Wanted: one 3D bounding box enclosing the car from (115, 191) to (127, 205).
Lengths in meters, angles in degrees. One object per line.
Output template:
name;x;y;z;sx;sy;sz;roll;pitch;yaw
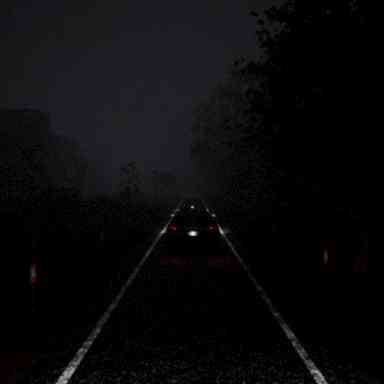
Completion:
car;-9.003;0.761;35.858;2.231;1.521;4.892;0;2;2

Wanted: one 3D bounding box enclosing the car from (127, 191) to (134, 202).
car;-9.010;0.660;41.413;2.097;1.535;5.008;0;1;2

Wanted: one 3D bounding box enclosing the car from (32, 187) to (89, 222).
car;-8.985;0.722;21.361;2.435;2.045;5.566;0;1;2

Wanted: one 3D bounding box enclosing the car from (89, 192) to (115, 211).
car;-8.996;0.840;30.317;2.097;1.535;5.008;0;1;2

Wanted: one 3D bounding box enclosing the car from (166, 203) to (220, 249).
car;0.048;1.380;13.535;1.994;1.385;4.181;0;1;1

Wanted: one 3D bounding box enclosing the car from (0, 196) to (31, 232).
car;-8.973;0.980;13.711;2.185;1.767;4.553;0;0;2

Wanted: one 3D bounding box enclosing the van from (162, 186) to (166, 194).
van;-9.079;-0.438;91.184;1.878;1.987;4.442;0;1;2

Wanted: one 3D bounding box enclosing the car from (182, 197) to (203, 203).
car;0.047;1.144;28.424;1.994;1.385;4.181;0;1;1

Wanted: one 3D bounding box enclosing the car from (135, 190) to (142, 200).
car;-9.026;0.529;47.794;1.946;1.575;5.366;0;1;2

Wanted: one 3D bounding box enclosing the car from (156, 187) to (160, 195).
car;-9.051;-0.154;73.471;2.435;2.045;5.566;0;1;1

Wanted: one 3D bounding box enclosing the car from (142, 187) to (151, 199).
car;-9.032;0.348;58.045;2.097;1.535;5.008;0;1;2

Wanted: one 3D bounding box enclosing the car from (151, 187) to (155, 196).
car;-9.039;0.238;63.592;2.097;1.535;5.008;0;1;2

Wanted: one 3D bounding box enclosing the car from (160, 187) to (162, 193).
car;-9.060;0.010;80.219;2.002;1.452;4.674;0;1;0
